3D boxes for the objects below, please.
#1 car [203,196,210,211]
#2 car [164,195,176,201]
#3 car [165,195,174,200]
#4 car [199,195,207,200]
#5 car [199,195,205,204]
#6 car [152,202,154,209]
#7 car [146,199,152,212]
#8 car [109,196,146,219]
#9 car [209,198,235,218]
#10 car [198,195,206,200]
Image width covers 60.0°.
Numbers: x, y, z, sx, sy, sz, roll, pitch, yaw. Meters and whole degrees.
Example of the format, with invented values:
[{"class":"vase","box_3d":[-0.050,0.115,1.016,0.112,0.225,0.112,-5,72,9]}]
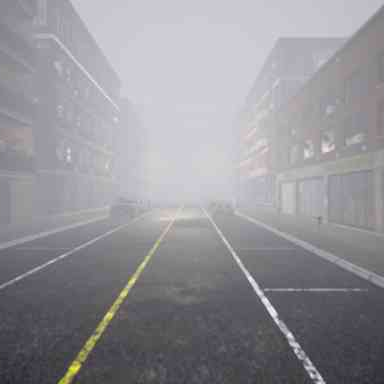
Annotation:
[{"class":"car","box_3d":[2.716,1.484,40.118,1.887,1.381,4.507,0,0,0]},{"class":"car","box_3d":[-5.639,1.425,79.580,2.008,1.369,4.403,0,0,0]},{"class":"car","box_3d":[-5.636,1.416,85.217,2.008,1.369,4.403,0,0,0]},{"class":"car","box_3d":[2.746,1.389,85.377,1.752,1.417,4.829,0,0,0]},{"class":"car","box_3d":[2.731,1.453,62.662,2.008,1.369,4.403,0,0,0]},{"class":"car","box_3d":[-5.664,1.484,40.127,1.887,1.381,4.507,0,0,0]},{"class":"car","box_3d":[-5.667,1.389,34.490,1.967,1.590,4.097,0,0,0]},{"class":"car","box_3d":[-5.670,1.273,28.854,2.192,1.841,5.009,0,0,0]},{"class":"car","box_3d":[2.709,1.482,29.015,1.752,1.417,4.829,0,0,0]},{"class":"car","box_3d":[2.749,1.420,90.843,1.947,1.339,4.313,0,0,0]}]
